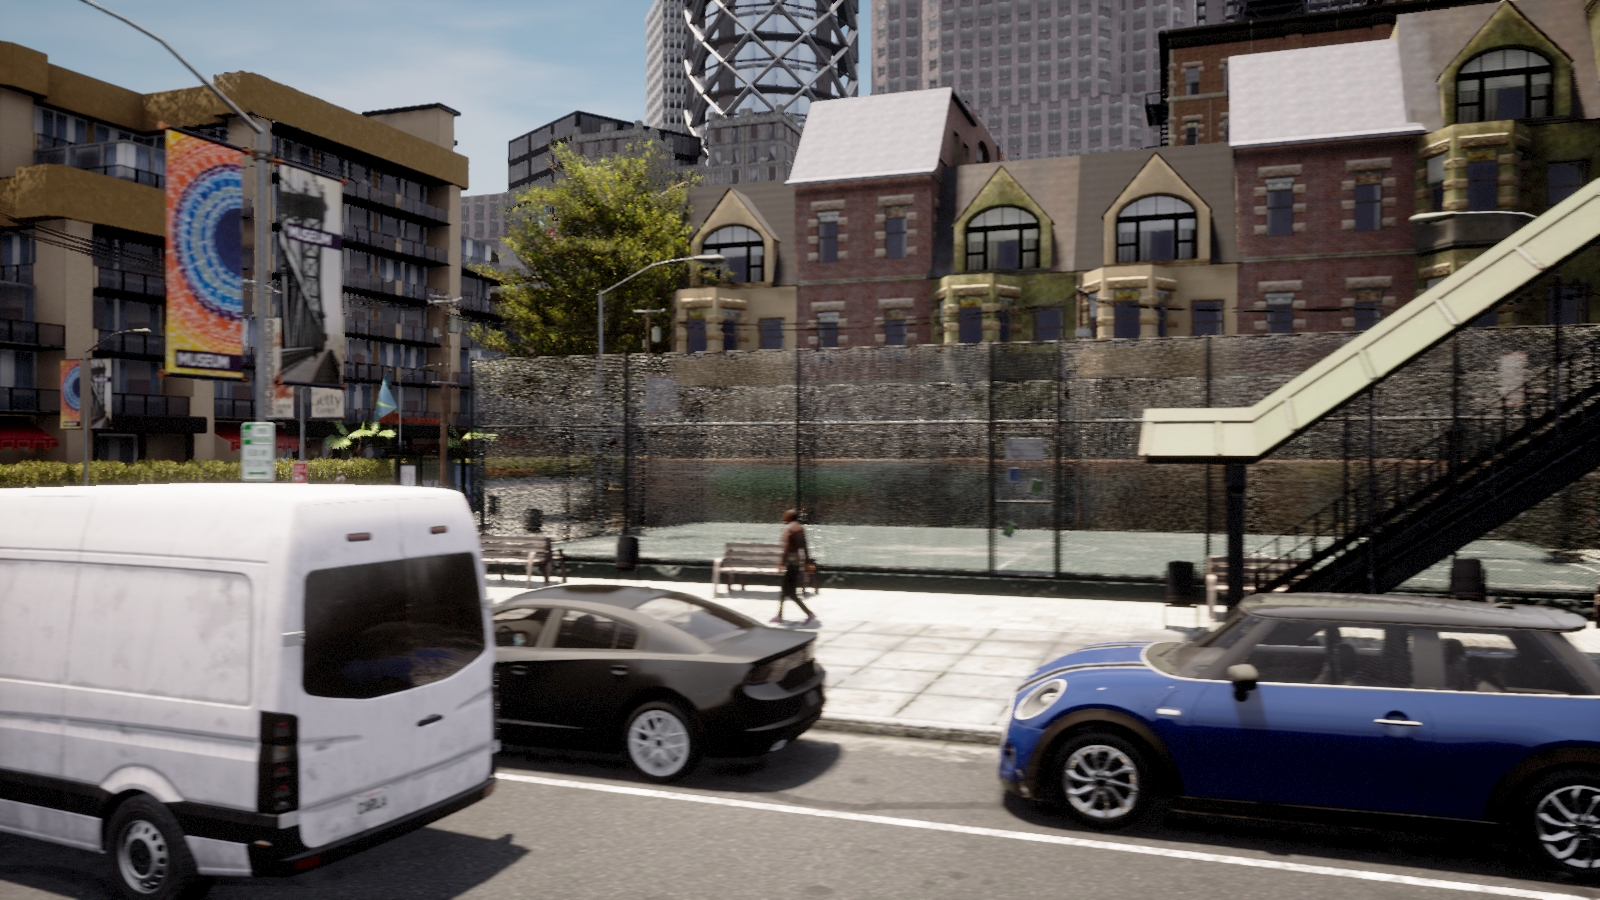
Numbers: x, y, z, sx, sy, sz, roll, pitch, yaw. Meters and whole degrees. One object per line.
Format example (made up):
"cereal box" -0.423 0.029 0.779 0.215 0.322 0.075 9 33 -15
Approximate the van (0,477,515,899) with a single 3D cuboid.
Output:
"van" -5.133 1.534 8.483 5.915 2.561 1.988 0 0 25

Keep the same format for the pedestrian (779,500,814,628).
"pedestrian" -0.055 1.696 17.119 0.375 1.860 0.375 0 0 33
